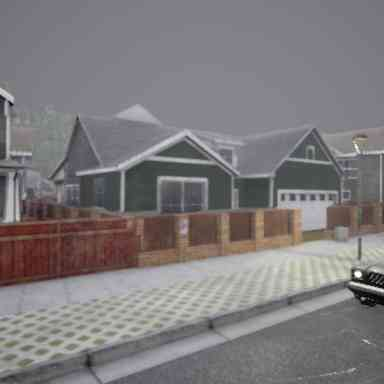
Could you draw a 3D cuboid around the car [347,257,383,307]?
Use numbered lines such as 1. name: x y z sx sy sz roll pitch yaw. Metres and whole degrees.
1. car: 5.219 1.592 6.779 4.718 1.301 1.895 0 0 -35
